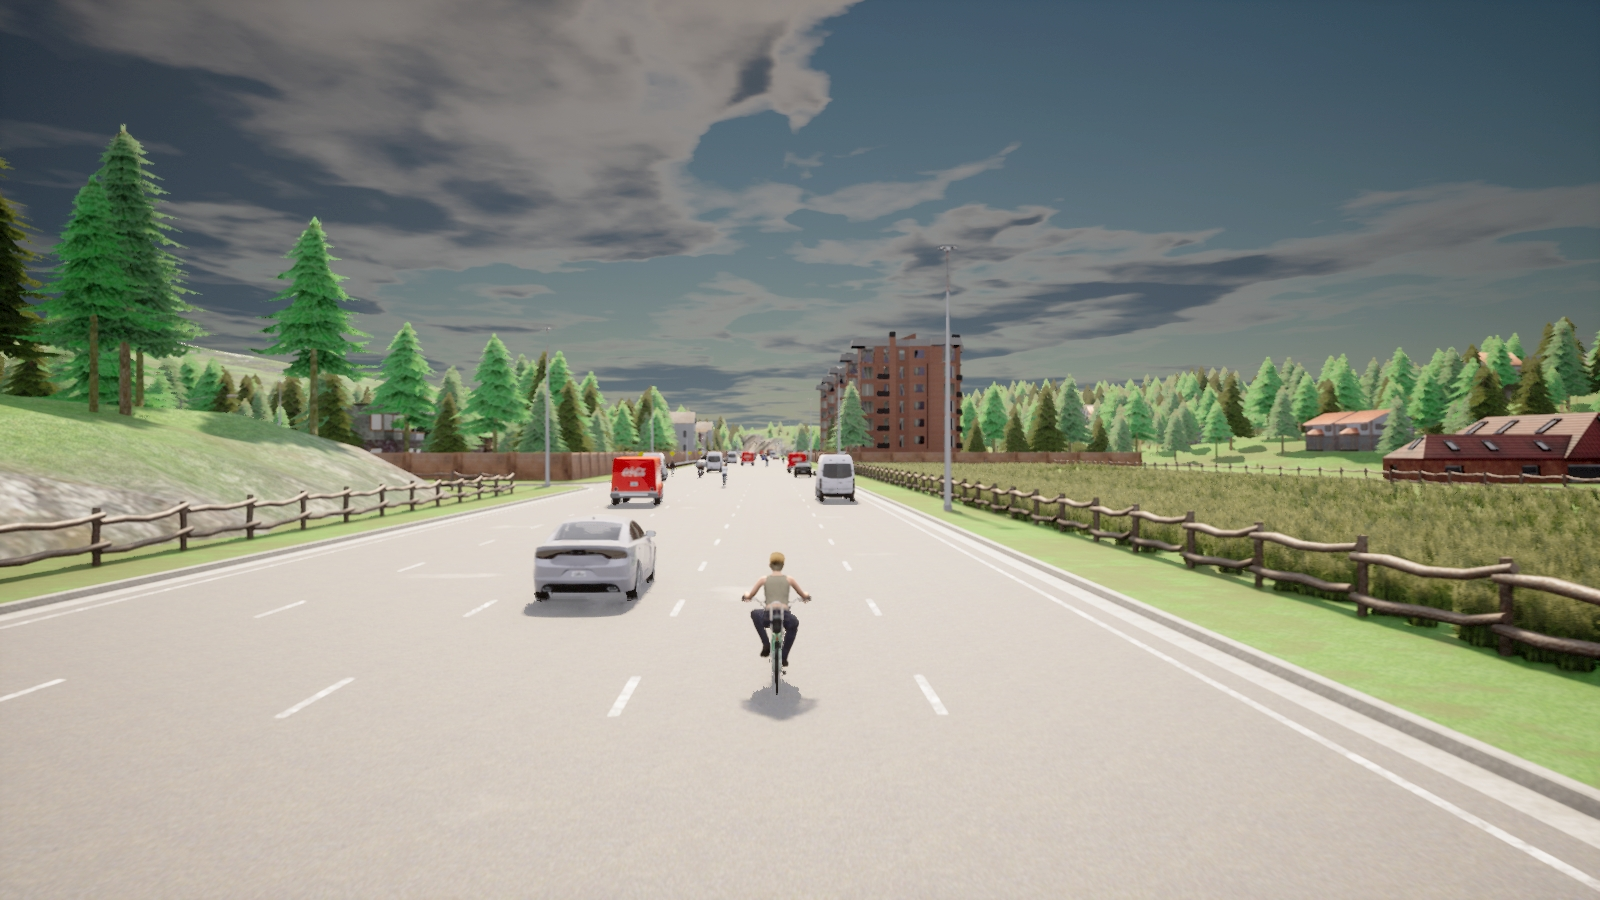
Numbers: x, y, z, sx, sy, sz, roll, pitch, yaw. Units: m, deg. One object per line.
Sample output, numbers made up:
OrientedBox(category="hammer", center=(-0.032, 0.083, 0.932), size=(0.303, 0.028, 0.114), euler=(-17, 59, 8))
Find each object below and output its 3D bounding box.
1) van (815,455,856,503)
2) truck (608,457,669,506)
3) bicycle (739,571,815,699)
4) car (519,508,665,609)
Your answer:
OrientedBox(category="van", center=(1.938, 1.567, 64.726), size=(1.988, 2.561, 5.915), euler=(0, 0, -2))
OrientedBox(category="truck", center=(-8.439, 1.601, 60.140), size=(2.627, 2.467, 5.204), euler=(0, 0, -2))
OrientedBox(category="bicycle", center=(-0.276, 2.165, 13.620), size=(0.859, 1.276, 1.487), euler=(0, 0, -1))
OrientedBox(category="car", center=(-3.991, 2.046, 22.802), size=(2.097, 1.535, 5.006), euler=(0, 0, -1))
